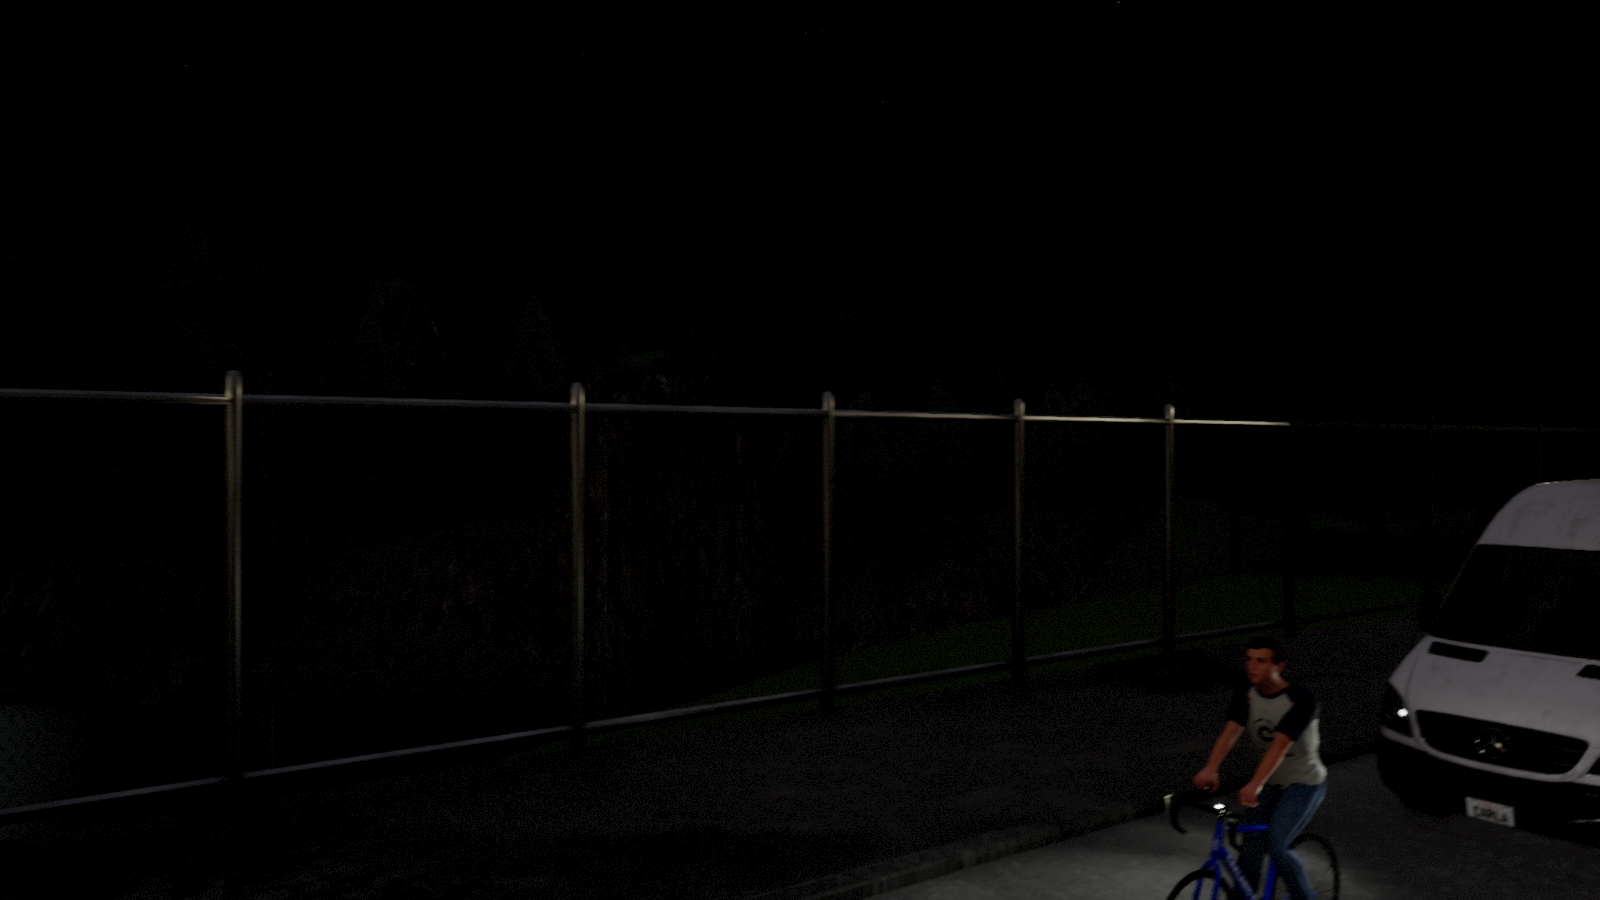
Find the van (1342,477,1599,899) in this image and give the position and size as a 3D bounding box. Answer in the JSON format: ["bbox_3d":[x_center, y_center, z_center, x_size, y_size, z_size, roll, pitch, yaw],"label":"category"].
[{"bbox_3d":[6.979,1.534,9.283,5.915,2.561,1.988,0,0,-35],"label":"van"}]

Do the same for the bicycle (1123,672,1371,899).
[{"bbox_3d":[2.412,2.055,6.074,1.643,1.496,0.373,0,0,-35],"label":"bicycle"}]
